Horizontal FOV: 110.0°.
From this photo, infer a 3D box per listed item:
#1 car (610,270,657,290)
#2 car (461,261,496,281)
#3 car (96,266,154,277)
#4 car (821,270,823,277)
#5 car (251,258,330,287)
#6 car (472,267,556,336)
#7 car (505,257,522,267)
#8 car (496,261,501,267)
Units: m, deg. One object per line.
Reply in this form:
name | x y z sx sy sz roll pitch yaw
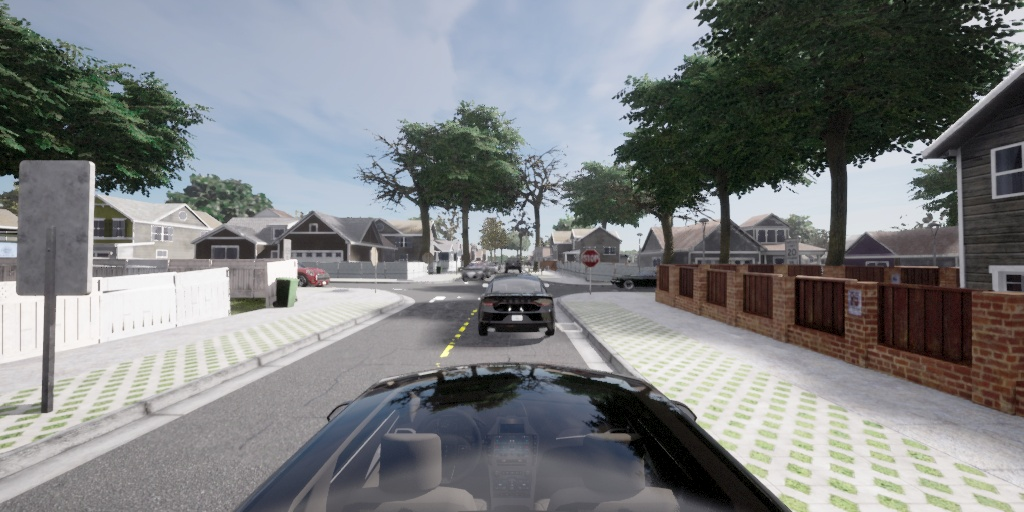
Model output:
car | 9.062 1.596 23.964 4.718 1.301 1.895 1 -1 -1
car | -3.034 1.329 30.804 2.128 1.511 4.902 0 0 5
car | -22.961 0.949 20.685 4.892 1.490 1.837 1 -1 -1
car | 20.751 1.694 24.085 4.892 1.490 1.837 0 -1 -1
car | -13.021 0.934 20.710 4.553 1.767 2.097 1 -1 2
car | 0.118 1.239 10.488 1.882 1.535 5.008 0 0 0
car | 0.194 1.207 49.044 2.150 2.045 5.566 0 -1 0
car | -2.754 1.539 44.109 1.895 1.301 4.718 0 -1 0
